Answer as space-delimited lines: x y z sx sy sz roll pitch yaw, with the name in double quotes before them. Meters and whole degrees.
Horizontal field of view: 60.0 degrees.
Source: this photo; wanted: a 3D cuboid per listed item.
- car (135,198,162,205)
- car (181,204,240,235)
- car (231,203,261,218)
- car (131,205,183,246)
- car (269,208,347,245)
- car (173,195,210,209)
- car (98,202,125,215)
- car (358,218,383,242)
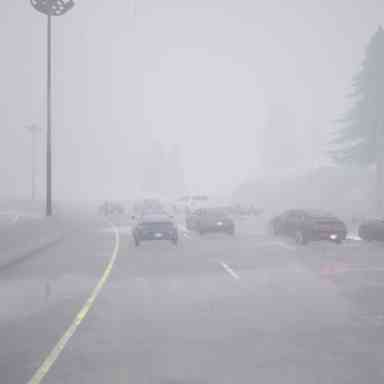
"car" -4.621 1.435 34.576 2.097 1.767 4.553 0 0 -24
"car" 0.925 1.609 19.105 1.994 1.385 4.181 0 0 -13
"car" 4.461 1.673 31.193 1.895 1.301 4.718 0 0 -21
"car" -1.827 1.563 15.618 1.812 1.442 4.674 0 0 -12
"car" 5.255 1.540 15.755 1.837 1.490 4.892 0 0 -10
"car" -0.124 1.295 33.300 2.150 2.045 5.566 0 -1 -23
"car" -8.594 1.685 34.942 1.895 1.301 4.718 0 0 -27
"car" 9.053 1.594 14.047 1.994 1.385 4.181 0 0 -9
